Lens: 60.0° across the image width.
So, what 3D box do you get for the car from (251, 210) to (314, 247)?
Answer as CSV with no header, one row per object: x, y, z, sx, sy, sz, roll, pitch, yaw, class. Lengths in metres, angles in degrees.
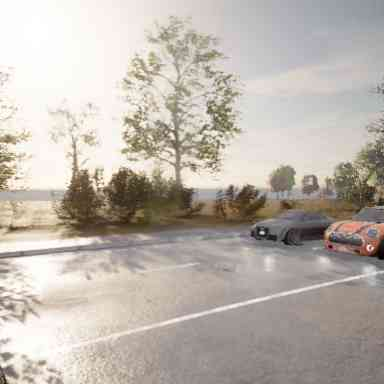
4.674,1.511,14.861,4.181,1.385,1.994,0,0,-29,car

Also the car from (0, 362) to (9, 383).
-3.019,1.556,1.440,4.181,1.385,1.994,0,0,-36,car

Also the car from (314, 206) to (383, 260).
7.000,1.312,12.153,4.553,1.767,2.097,0,0,-29,car
